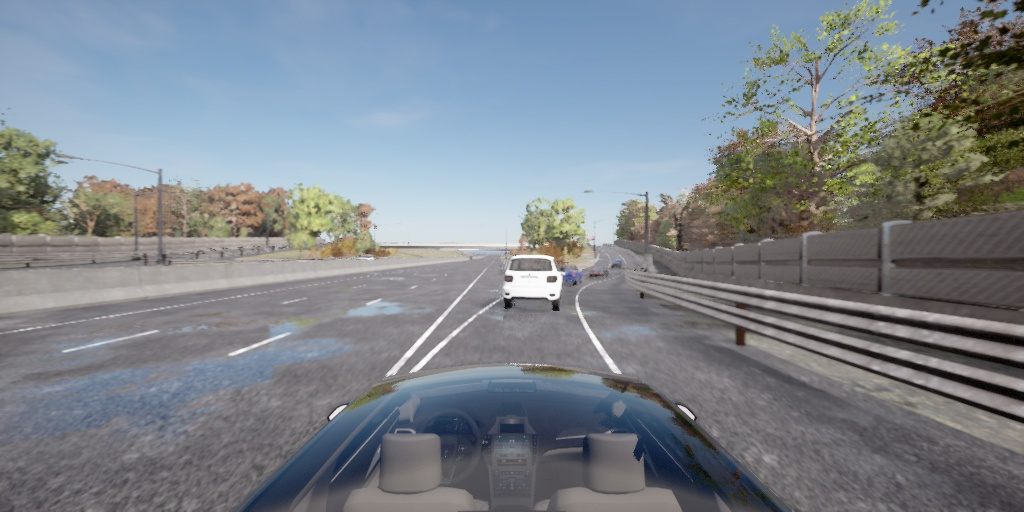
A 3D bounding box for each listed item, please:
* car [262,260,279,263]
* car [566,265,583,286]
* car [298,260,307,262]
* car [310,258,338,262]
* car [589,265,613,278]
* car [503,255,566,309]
[{"bbox_3d":[-29.840,1.174,43.436,1.895,1.301,4.718,0,0,-2],"label":"car"},{"bbox_3d":[4.749,1.506,30.341,2.097,1.767,4.553,1,-1,19],"label":"car"},{"bbox_3d":[-26.381,1.197,44.777,1.895,1.301,4.718,0,0,-2],"label":"car"},{"bbox_3d":[-22.886,1.219,44.946,1.895,1.301,4.718,0,0,-2],"label":"car"},{"bbox_3d":[11.129,2.071,45.789,2.033,1.411,5.357,1,0,23],"label":"car"},{"bbox_3d":[1.045,1.019,15.353,2.150,2.045,5.566,0,-1,9],"label":"car"}]
